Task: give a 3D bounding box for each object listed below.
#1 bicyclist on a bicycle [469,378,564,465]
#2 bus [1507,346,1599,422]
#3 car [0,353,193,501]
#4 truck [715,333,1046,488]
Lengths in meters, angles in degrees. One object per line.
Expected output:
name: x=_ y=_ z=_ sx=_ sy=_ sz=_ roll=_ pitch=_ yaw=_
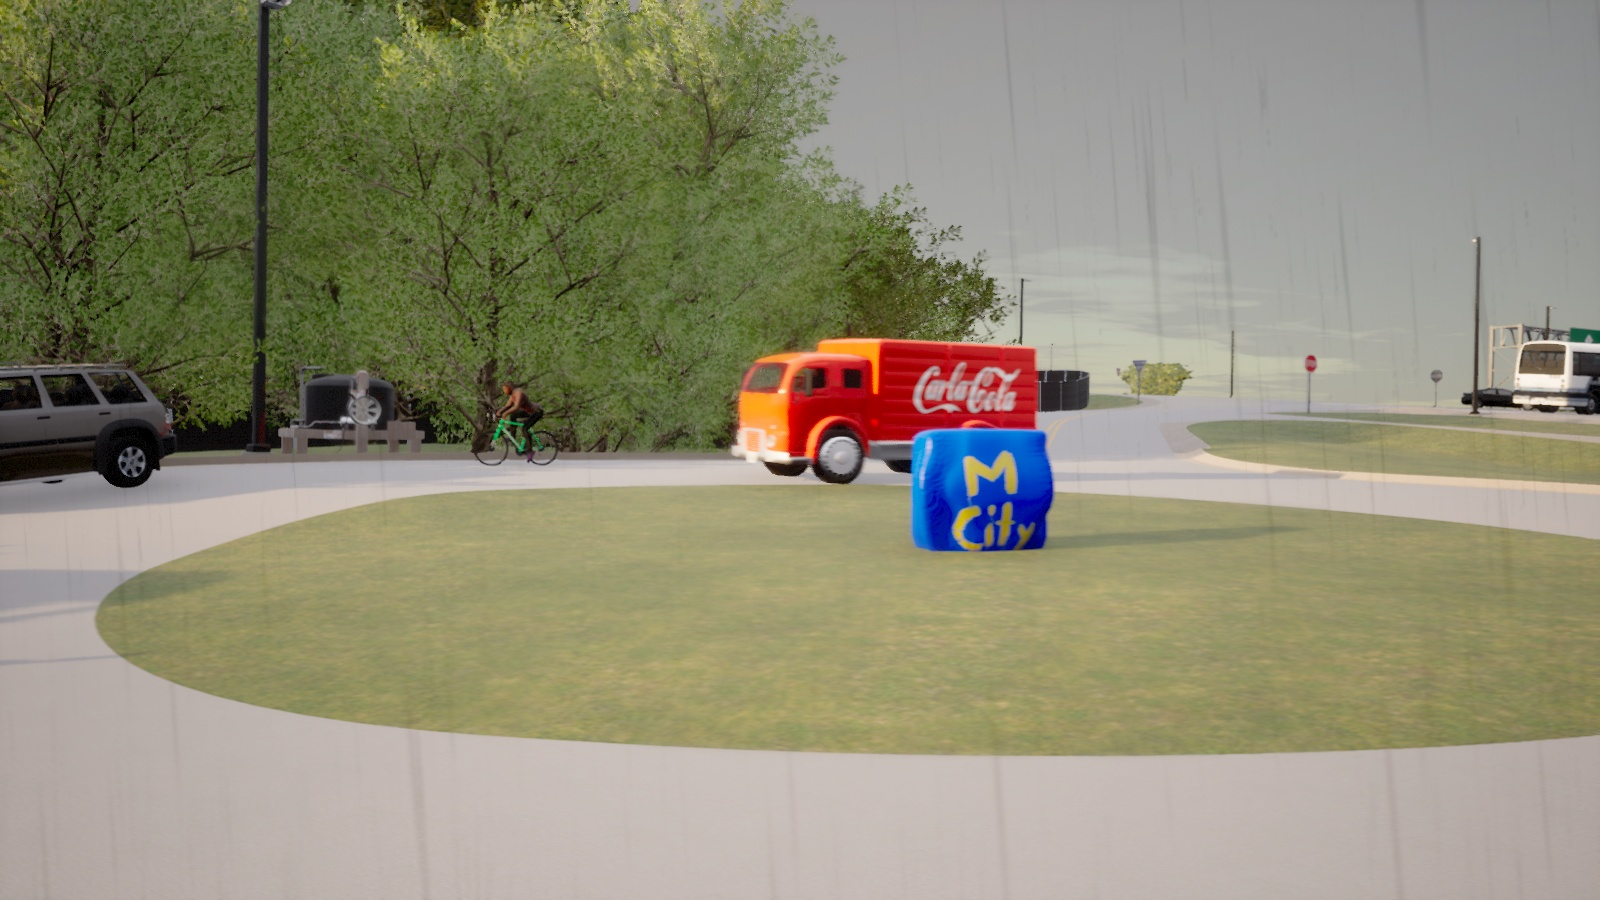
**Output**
bicyclist on a bicycle: x=-5.421 y=-0.542 z=24.011 sx=1.656 sy=1.620 sz=0.582 roll=0 pitch=2 yaw=-29
bus: x=48.226 y=-3.927 z=76.245 sx=10.273 sy=4.253 sz=3.944 roll=0 pitch=5 yaw=-28
car: x=-11.011 y=-0.359 z=17.244 sx=1.932 sy=1.855 sz=4.605 roll=2 pitch=6 yaw=23
truck: x=1.436 y=-0.715 z=22.396 sx=5.204 sy=2.467 sz=2.627 roll=0 pitch=4 yaw=-28
